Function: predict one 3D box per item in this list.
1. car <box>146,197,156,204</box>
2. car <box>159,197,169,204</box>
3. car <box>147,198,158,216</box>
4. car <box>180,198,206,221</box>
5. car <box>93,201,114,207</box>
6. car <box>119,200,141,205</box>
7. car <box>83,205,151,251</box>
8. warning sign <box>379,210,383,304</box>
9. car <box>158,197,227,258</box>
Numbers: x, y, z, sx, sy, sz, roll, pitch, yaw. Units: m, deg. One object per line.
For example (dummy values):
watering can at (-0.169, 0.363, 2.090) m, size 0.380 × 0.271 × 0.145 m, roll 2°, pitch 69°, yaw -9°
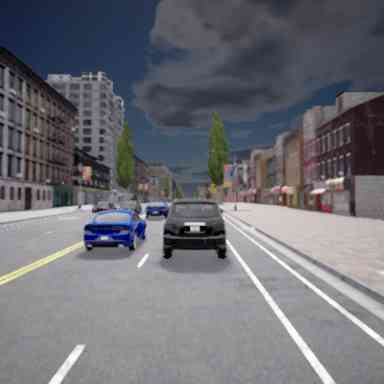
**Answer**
car at (-9.722, 1.980, 78.961) m, size 1.812 × 1.442 × 4.674 m, roll 0°, pitch -1°, yaw 0°
car at (-6.473, 1.963, 77.150) m, size 2.033 × 1.411 × 5.357 m, roll 0°, pitch -1°, yaw 0°
car at (-3.144, 1.608, 31.186) m, size 1.882 × 1.535 × 5.008 m, roll 0°, pitch 0°, yaw 0°
car at (0.102, 1.471, 29.337) m, size 2.097 × 1.767 × 4.553 m, roll 0°, pitch 0°, yaw 0°
car at (-9.829, 1.733, 37.419) m, size 1.994 × 1.385 × 4.181 m, roll 0°, pitch 0°, yaw 0°
car at (-6.583, 1.663, 35.786) m, size 1.837 × 1.490 × 4.892 m, roll 0°, pitch 0°, yaw 0°
car at (-3.151, 1.522, 14.459) m, size 1.882 × 1.535 × 5.008 m, roll 0°, pitch 0°, yaw 0°
warning sign at (3.192, 1.125, 3.909) m, size 1.300 × 1.860 × 1.060 m, roll -2°, pitch -2°, yaw 0°
car at (0.098, 1.261, 13.134) m, size 2.150 × 2.045 × 5.566 m, roll 0°, pitch 0°, yaw 0°
